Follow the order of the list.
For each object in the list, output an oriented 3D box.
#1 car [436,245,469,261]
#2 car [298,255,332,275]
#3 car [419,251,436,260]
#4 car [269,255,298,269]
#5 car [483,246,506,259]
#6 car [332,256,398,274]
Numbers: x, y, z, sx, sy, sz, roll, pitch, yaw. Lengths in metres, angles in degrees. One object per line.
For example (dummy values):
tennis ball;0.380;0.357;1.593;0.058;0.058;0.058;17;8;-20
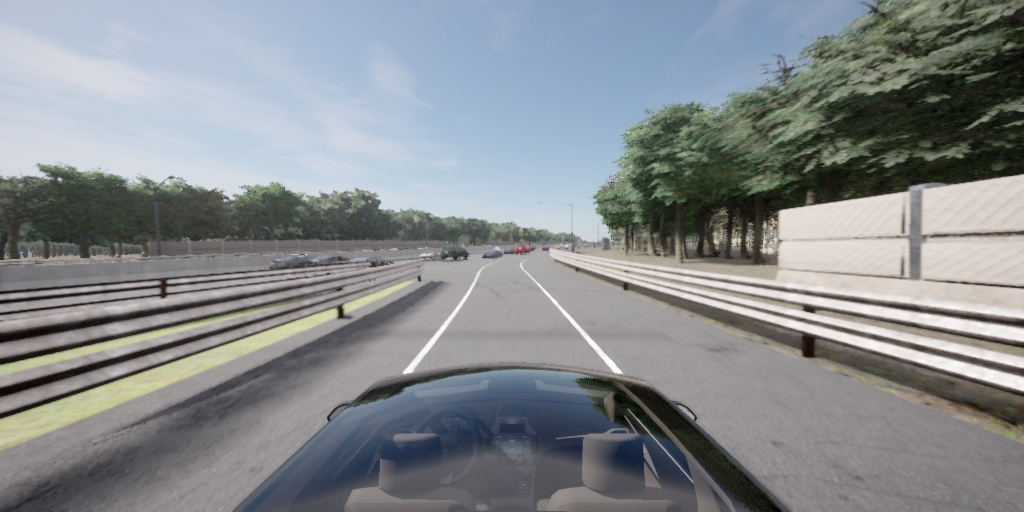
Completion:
car;-7.980;-0.462;50.334;2.150;2.045;5.566;0;2;17
car;-14.431;0.694;29.223;1.837;1.490;4.892;0;2;17
car;-11.330;-0.081;51.350;1.895;1.301;4.718;0;2;17
car;-17.777;0.681;30.247;2.128;1.511;4.902;0;2;17
car;-2.890;-0.347;55.016;1.994;1.385;4.181;0;2;17
car;-11.084;0.741;28.197;2.033;1.411;5.357;0;2;17
